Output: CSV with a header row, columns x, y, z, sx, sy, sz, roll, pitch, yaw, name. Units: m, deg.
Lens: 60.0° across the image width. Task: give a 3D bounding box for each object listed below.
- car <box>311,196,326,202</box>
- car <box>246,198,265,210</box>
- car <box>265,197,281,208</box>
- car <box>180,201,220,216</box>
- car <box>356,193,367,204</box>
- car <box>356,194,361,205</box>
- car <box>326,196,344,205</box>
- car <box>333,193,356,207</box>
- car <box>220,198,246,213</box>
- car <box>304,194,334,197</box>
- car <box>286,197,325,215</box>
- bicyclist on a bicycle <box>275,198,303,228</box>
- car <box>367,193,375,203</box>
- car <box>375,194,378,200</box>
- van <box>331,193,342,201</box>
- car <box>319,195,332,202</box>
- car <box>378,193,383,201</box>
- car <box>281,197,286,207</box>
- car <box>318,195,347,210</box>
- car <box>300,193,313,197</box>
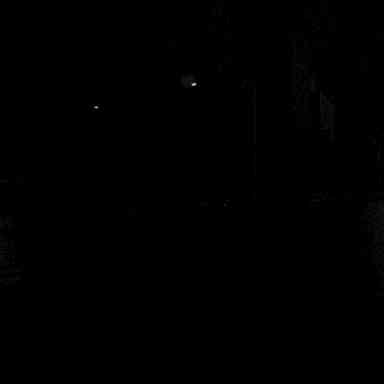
x,y,z,sx,sy,sz,roll,pitch,yaw,name
26.246,1.426,68.801,1.947,1.339,4.313,0,0,35,car
6.983,1.502,40.981,1.802,1.307,4.206,0,0,35,car
10.096,1.433,45.477,1.752,1.417,4.829,0,0,35,car
0.563,1.531,31.708,1.802,1.307,4.206,0,0,35,car
26.827,1.122,54.668,2.192,1.841,5.009,0,0,35,car
23.618,1.382,50.031,1.947,1.339,4.313,0,0,35,car
23.197,1.359,53.940,1.812,1.442,4.674,-1,0,35,car
20.407,1.141,45.396,2.192,1.841,5.009,0,0,35,car
3.771,1.374,36.344,1.967,1.590,4.097,0,0,35,car
17.343,1.342,45.482,2.128,1.511,4.902,-1,0,35,car
10.779,1.428,31.487,1.947,1.339,4.313,0,0,35,car
5.310,1.180,18.387,1.656,1.620,0.582,-1,0,35,bicyclist on a bicycle
33.247,1.104,63.940,2.192,1.841,5.009,0,0,35,car
36.554,1.307,68.715,1.752,1.417,4.829,-1,0,35,car
35.874,1.194,82.711,1.690,1.788,3.998,-1,0,35,van
29.455,1.435,73.436,1.802,1.307,4.206,0,0,35,car
42.877,1.363,77.846,1.802,1.307,4.206,-1,0,35,car
13.404,1.463,50.254,1.947,1.339,4.313,0,0,35,car
17.198,1.381,40.759,1.887,1.381,4.507,0,0,35,car
19.824,1.423,59.527,1.887,1.381,4.507,0,0,35,car
